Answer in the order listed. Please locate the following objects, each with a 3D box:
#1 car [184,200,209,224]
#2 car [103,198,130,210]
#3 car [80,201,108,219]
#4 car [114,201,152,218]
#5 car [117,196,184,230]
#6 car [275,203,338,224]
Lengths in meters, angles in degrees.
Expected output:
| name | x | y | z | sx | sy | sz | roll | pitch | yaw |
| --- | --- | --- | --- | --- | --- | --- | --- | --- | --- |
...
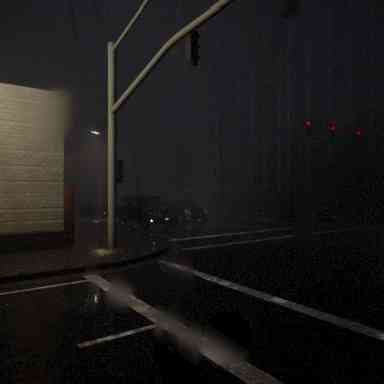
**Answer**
| name | x | y | z | sx | sy | sz | roll | pitch | yaw |
| --- | --- | --- | --- | --- | --- | --- | --- | --- | --- |
| car | -0.759 | 1.407 | 25.034 | 2.097 | 1.767 | 4.553 | 0 | 0 | -36 |
| car | -10.160 | 1.581 | 44.472 | 1.812 | 1.442 | 4.674 | 0 | 0 | -36 |
| car | -8.593 | 1.619 | 29.985 | 1.994 | 1.385 | 4.181 | 0 | 0 | -35 |
| car | -5.780 | 1.619 | 32.062 | 1.994 | 1.385 | 4.181 | 0 | 0 | -35 |
| car | -3.126 | 1.277 | 22.321 | 2.150 | 2.045 | 5.566 | 0 | 0 | -36 |
| car | 8.535 | 1.582 | 25.092 | 1.812 | 1.442 | 4.674 | -1 | 0 | -40 |
